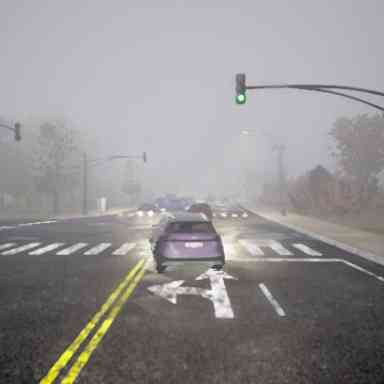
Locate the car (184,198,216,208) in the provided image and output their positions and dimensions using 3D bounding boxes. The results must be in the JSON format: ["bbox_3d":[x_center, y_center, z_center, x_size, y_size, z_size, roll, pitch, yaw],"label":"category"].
[{"bbox_3d":[0.646,1.525,25.577,1.882,1.535,5.008,0,0,2],"label":"car"}]

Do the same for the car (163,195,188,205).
[{"bbox_3d":[-1.994,1.532,41.441,1.882,1.535,5.008,0,0,4],"label":"car"}]

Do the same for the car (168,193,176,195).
[{"bbox_3d":[-3.803,1.280,60.223,2.150,2.045,5.566,0,0,5],"label":"car"}]

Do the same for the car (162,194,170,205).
[{"bbox_3d":[-4.694,1.537,49.619,1.882,1.535,5.008,0,0,4],"label":"car"}]

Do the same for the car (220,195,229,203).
[{"bbox_3d":[7.043,1.634,71.023,1.895,1.301,4.718,0,0,6],"label":"car"}]

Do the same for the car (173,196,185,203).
[{"bbox_3d":[-2.691,1.596,71.681,1.994,1.385,4.181,0,0,6],"label":"car"}]

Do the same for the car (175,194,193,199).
[{"bbox_3d":[-1.339,1.535,50.908,1.882,1.535,5.008,0,0,5],"label":"car"}]

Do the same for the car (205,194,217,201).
[{"bbox_3d":[3.805,1.595,71.302,1.994,1.385,4.181,0,0,6],"label":"car"}]

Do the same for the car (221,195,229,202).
[{"bbox_3d":[8.145,1.521,80.920,1.837,1.490,4.892,0,0,7],"label":"car"}]

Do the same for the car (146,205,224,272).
[{"bbox_3d":[-0.316,1.455,10.981,2.033,1.649,4.856,1,0,-9],"label":"car"}]

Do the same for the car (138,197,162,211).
[{"bbox_3d":[-5.279,1.619,40.744,1.994,1.385,4.181,0,0,4],"label":"car"}]
